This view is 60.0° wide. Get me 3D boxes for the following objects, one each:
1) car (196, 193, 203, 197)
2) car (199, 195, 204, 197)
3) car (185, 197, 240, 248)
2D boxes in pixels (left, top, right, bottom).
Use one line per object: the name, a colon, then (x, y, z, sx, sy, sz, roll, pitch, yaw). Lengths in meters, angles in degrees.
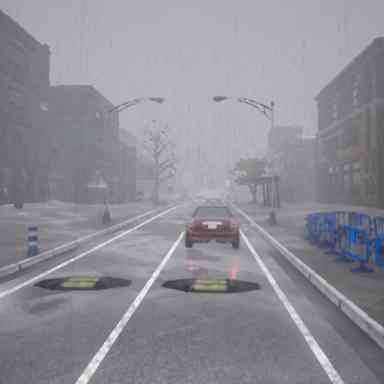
car: (1.843, 1.019, 75.882, 1.812, 1.442, 4.674, 0, 0, 4)
car: (1.860, 1.247, 29.512, 2.033, 1.411, 5.357, 0, 1, 4)
car: (0.893, 1.277, 14.511, 2.097, 1.767, 4.553, 0, 1, 4)
